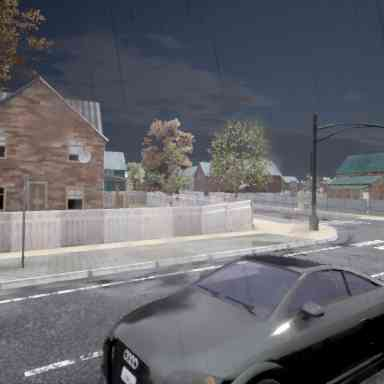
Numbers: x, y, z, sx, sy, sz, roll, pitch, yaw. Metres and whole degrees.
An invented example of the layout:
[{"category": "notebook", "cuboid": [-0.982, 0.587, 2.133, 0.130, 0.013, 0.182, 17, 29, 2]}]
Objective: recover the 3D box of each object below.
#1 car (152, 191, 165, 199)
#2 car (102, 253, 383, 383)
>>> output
[{"category": "car", "cuboid": [-6.225, 0.639, 61.693, 1.812, 1.442, 4.674, 1, 1, -20]}, {"category": "car", "cuboid": [1.038, 1.566, 4.265, 4.181, 1.385, 1.994, 0, 0, -35]}]
